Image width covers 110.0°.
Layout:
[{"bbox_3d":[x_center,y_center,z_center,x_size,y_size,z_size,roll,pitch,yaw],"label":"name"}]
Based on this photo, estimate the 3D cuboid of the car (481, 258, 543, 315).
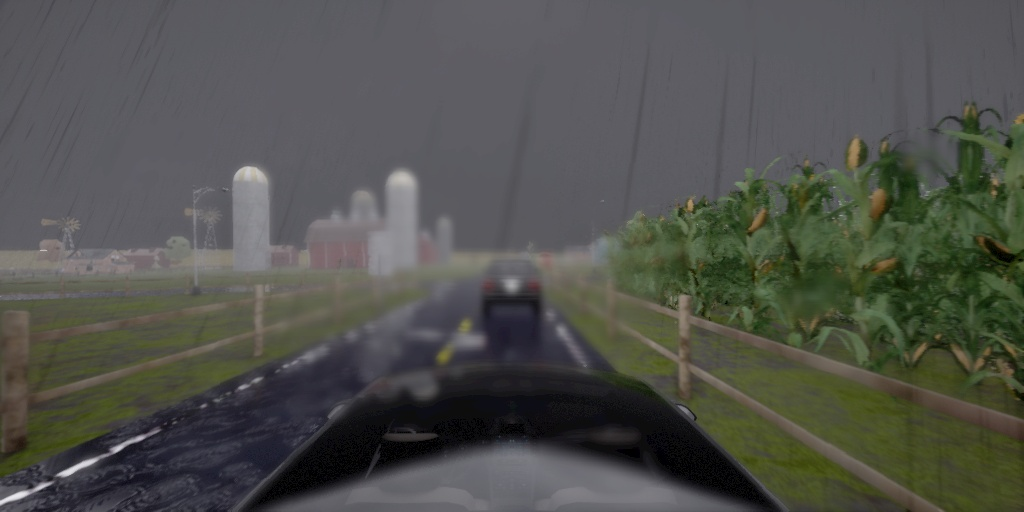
[{"bbox_3d":[0.013,1.100,14.409,2.150,2.045,5.566,0,0,0],"label":"car"}]
